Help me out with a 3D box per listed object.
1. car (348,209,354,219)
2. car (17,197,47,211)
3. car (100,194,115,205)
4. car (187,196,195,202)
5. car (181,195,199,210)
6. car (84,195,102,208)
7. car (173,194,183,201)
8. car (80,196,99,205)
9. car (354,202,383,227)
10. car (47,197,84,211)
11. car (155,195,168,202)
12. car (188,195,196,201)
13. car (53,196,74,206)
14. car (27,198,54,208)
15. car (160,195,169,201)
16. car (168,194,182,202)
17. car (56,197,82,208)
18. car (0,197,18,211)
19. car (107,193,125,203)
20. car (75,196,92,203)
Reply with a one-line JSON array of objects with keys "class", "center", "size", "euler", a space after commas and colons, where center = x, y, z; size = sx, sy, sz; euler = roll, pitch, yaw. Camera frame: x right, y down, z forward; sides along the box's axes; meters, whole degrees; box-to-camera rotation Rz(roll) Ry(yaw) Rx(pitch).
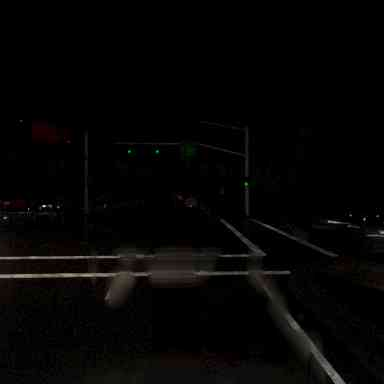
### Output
[{"class": "car", "center": [14.313, 1.507, 24.888], "size": [4.892, 1.490, 1.837], "euler": [0, 0, 1]}, {"class": "car", "center": [-18.753, 1.552, 40.855], "size": [2.033, 1.411, 5.357], "euler": [0, 0, 0]}, {"class": "car", "center": [-15.242, 1.570, 57.619], "size": [1.994, 1.385, 4.181], "euler": [0, 0, 0]}, {"class": "car", "center": [-0.173, 1.529, 74.190], "size": [1.812, 1.442, 4.674], "euler": [0, 0, 1]}, {"class": "car", "center": [-0.125, 1.530, 43.173], "size": [1.812, 1.442, 4.674], "euler": [0, 0, 0]}, {"class": "car", "center": [-15.236, 1.569, 49.209], "size": [1.994, 1.385, 4.181], "euler": [0, 0, 0]}, {"class": "car", "center": [-3.486, 1.305, 84.423], "size": [2.097, 1.767, 4.553], "euler": [0, 0, 1]}, {"class": "car", "center": [-18.729, 1.511, 61.041], "size": [1.837, 1.490, 4.892], "euler": [0, 0, 0]}, {"class": "car", "center": [13.562, 1.494, 21.396], "size": [4.902, 1.511, 2.128], "euler": [0, 0, 0]}, {"class": "car", "center": [-15.215, 1.496, 40.305], "size": [2.128, 1.511, 4.902], "euler": [0, 0, 0]}, {"class": "car", "center": [-7.174, 1.544, 74.174], "size": [2.033, 1.411, 5.357], "euler": [0, 0, 1]}, {"class": "car", "center": [0.014, 1.428, 84.371], "size": [1.882, 1.535, 5.008], "euler": [0, 0, 1]}, {"class": "car", "center": [-22.231, 1.532, 57.734], "size": [1.812, 1.442, 4.674], "euler": [0, 0, 0]}, {"class": "car", "center": [-22.237, 1.569, 48.992], "size": [1.994, 1.385, 4.181], "euler": [0, 0, 0]}, {"class": "car", "center": [-6.984, 1.474, 84.535], "size": [1.812, 1.442, 4.674], "euler": [0, 0, 1]}, {"class": "car", "center": [-3.671, 1.559, 74.594], "size": [1.994, 1.385, 4.181], "euler": [0, 0, 1]}, {"class": "car", "center": [-18.741, 1.553, 50.927], "size": [2.033, 1.411, 5.357], "euler": [0, 0, 0]}, {"class": "car", "center": [-22.215, 1.356, 40.361], "size": [2.097, 1.767, 4.553], "euler": [0, 0, 0]}, {"class": "car", "center": [-15.195, 1.232, 68.100], "size": [2.150, 2.045, 5.566], "euler": [0, 0, 0]}, {"class": "car", "center": [-22.193, 1.602, 68.017], "size": [1.895, 1.301, 4.718], "euler": [0, 0, 0]}]
